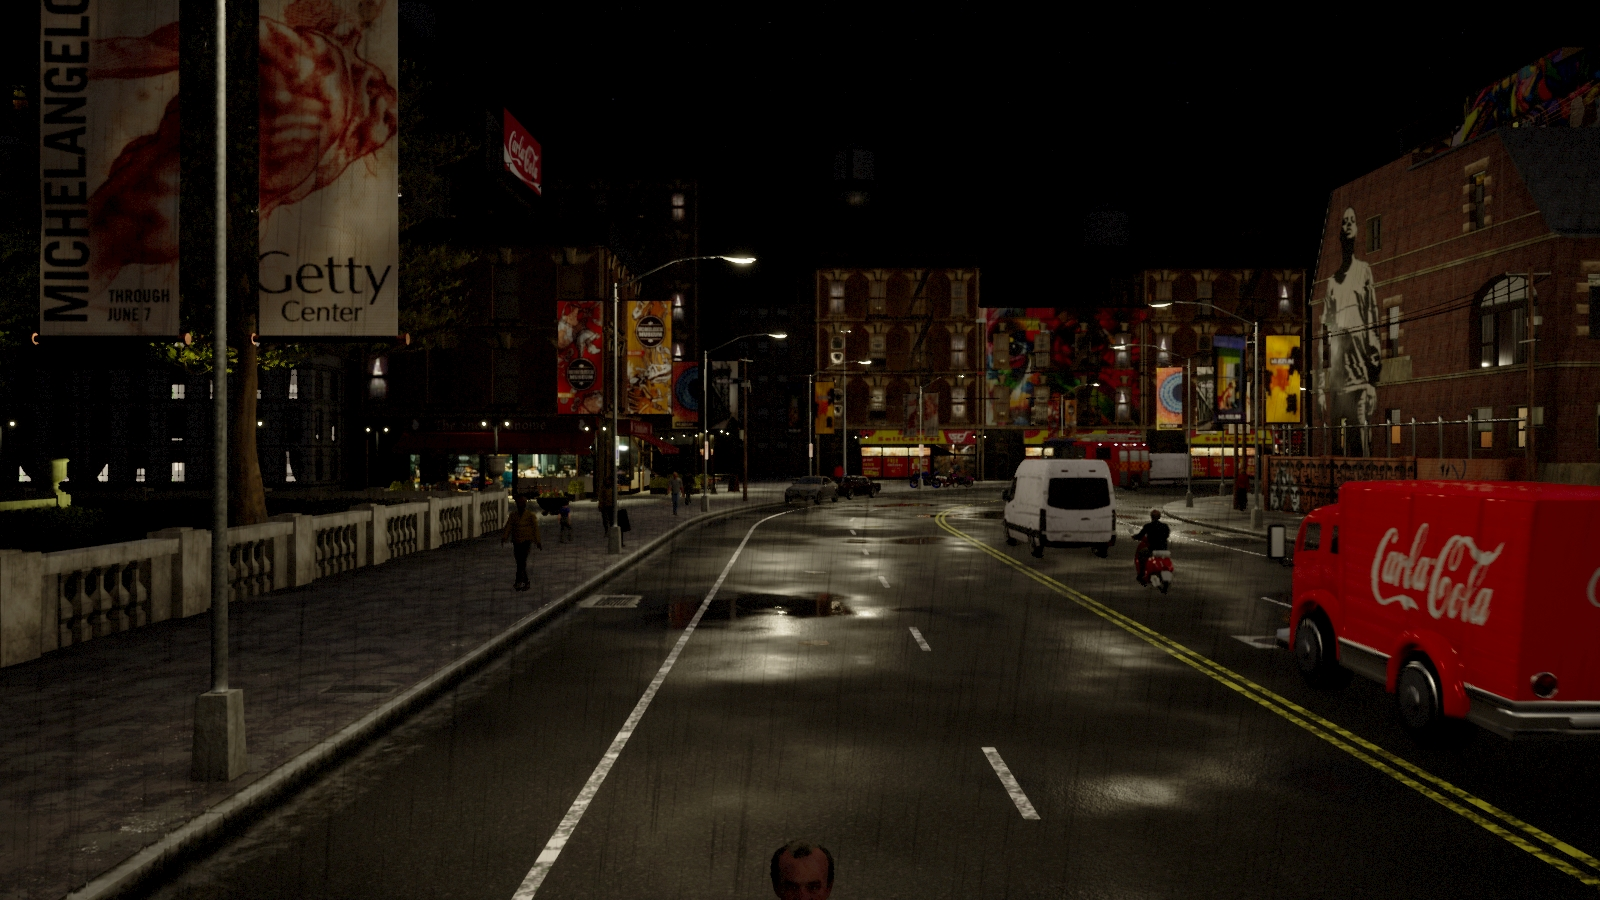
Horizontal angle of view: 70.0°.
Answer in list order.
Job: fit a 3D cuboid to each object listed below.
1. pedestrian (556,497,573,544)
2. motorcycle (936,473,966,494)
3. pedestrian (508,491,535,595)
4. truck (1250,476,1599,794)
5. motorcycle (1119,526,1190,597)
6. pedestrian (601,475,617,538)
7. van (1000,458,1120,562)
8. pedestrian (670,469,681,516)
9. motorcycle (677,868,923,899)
[{"bbox_3d":[-6.659,1.978,32.326,0.375,1.300,0.375,0,0,11],"label":"pedestrian"},{"bbox_3d":[9.819,2.182,74.336,1.805,1.236,0.856,0,3,-37],"label":"motorcycle"},{"bbox_3d":[-5.095,1.696,20.934,0.375,1.860,0.375,0,0,5],"label":"pedestrian"},{"bbox_3d":[7.018,1.568,11.900,2.627,2.467,5.204,0,0,0],"label":"truck"},{"bbox_3d":[7.025,2.182,22.738,0.856,1.236,1.805,0,0,0],"label":"motorcycle"},{"bbox_3d":[-5.769,1.696,34.476,0.375,1.860,0.375,0,0,8],"label":"pedestrian"},{"bbox_3d":[7.057,1.534,31.729,1.988,2.561,5.915,0,0,0],"label":"van"},{"bbox_3d":[-4.951,1.696,45.512,0.375,1.860,0.375,0,0,3],"label":"pedestrian"},{"bbox_3d":[-0.002,2.182,3.374,0.856,1.236,1.805,0,0,0],"label":"motorcycle"}]
